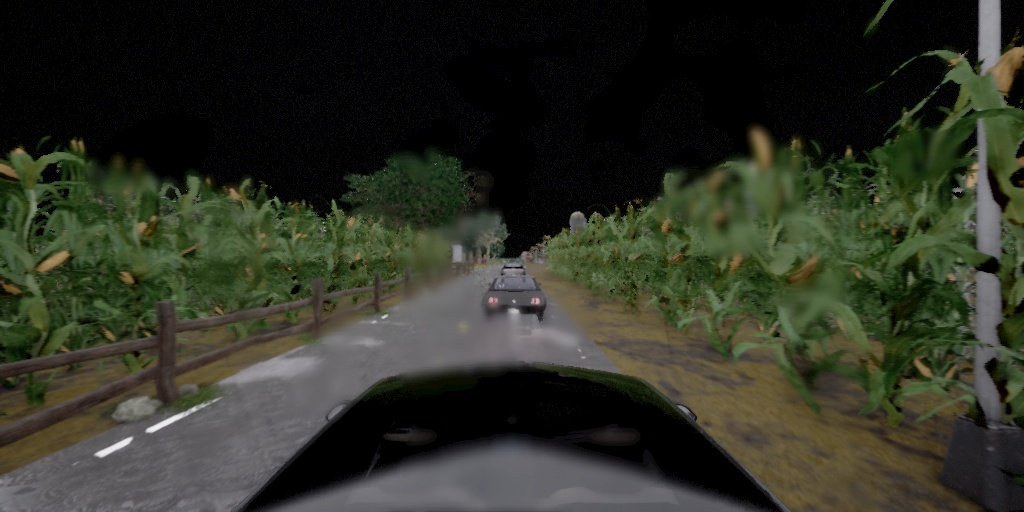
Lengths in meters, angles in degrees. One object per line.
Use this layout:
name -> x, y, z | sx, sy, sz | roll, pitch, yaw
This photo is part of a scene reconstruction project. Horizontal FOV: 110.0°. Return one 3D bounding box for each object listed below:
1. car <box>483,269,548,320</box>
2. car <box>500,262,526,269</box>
car -> 0.094, 1.318, 12.511 | 1.895, 1.301, 4.718 | 0, 0, 0
car -> 0.101, 1.176, 28.217 | 2.128, 1.511, 4.902 | 0, 0, 0
